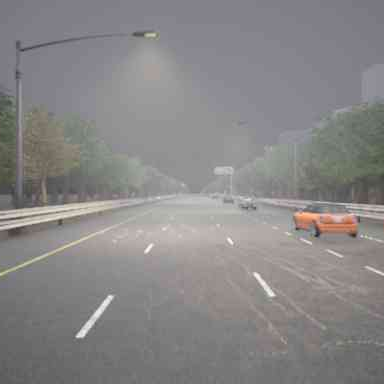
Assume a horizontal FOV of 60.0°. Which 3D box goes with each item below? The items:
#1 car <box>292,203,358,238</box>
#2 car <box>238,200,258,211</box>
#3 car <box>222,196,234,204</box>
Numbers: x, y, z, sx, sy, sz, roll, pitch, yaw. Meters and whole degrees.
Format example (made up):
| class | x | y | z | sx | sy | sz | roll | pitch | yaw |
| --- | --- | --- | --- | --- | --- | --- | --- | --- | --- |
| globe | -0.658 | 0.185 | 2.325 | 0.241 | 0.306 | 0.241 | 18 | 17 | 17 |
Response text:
| class | x | y | z | sx | sy | sz | roll | pitch | yaw |
| --- | --- | --- | --- | --- | --- | --- | --- | --- | --- |
| car | 7.021 | 1.385 | 18.083 | 2.097 | 1.767 | 4.553 | 0 | 0 | 0 |
| car | 7.109 | 1.694 | 42.891 | 1.895 | 1.301 | 4.718 | 0 | 0 | 0 |
| car | 7.267 | 1.515 | 68.087 | 2.097 | 1.767 | 4.553 | 0 | 0 | 0 |
